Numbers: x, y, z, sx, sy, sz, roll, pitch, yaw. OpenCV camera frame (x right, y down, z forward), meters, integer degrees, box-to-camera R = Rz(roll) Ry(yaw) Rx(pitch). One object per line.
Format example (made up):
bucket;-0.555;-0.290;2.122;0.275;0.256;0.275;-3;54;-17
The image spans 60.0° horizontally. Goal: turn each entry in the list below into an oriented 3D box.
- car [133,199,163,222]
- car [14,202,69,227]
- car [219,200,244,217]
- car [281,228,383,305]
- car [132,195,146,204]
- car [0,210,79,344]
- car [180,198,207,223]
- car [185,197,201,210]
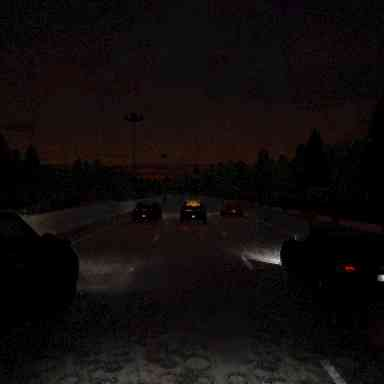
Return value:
car;-3.401;1.479;25.974;2.128;1.511;4.902;0;0;0
car;-10.601;1.514;23.805;1.812;1.442;4.674;0;0;0
car;3.597;1.462;31.041;1.882;1.535;5.008;0;0;0
car;3.597;1.560;8.157;1.994;1.385;4.181;0;0;0
car;-10.509;1.445;66.224;1.882;1.535;5.008;0;0;0
car;-3.401;1.219;4.502;2.150;2.045;5.566;0;0;0
car;0.099;1.479;25.248;2.128;1.511;4.902;0;0;0
car;0.097;1.456;42.897;1.882;1.535;5.008;0;0;0
